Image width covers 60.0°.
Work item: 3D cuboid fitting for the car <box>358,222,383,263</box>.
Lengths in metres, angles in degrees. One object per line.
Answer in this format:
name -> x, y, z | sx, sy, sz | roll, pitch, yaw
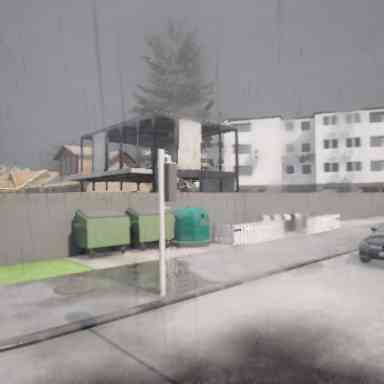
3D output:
car -> 7.494, 1.626, 11.581 | 4.674, 1.442, 1.812 | 0, -1, -42
